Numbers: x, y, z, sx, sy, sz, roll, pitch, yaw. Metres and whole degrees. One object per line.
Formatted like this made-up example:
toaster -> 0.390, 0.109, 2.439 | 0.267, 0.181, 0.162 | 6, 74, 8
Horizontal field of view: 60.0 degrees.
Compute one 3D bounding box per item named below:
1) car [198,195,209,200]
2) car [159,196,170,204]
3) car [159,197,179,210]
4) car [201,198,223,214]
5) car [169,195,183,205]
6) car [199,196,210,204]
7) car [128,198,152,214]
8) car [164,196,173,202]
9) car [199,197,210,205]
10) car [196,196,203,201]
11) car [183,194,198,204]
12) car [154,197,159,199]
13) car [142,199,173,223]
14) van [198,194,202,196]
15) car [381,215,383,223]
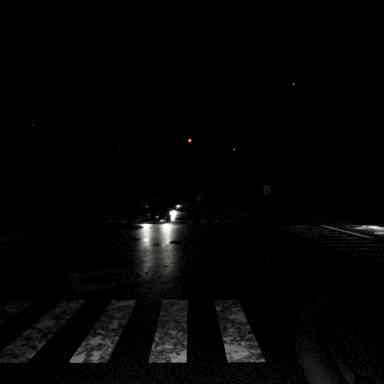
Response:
car -> 2.362, 1.637, 52.728 | 1.947, 1.339, 4.313 | 0, 0, 0
car -> -5.640, 1.552, 69.271 | 1.967, 1.590, 4.097 | 0, 0, 0
car -> -3.139, 1.654, 43.511 | 1.895, 1.301, 4.718 | 0, 0, 0
car -> 2.340, 1.606, 36.194 | 1.947, 1.339, 4.313 | 0, 0, 0
car -> -3.080, 1.652, 60.326 | 1.994, 1.385, 4.181 | 0, 0, 0
car -> 2.355, 1.641, 47.217 | 1.802, 1.307, 4.206 | 0, 0, 0
car -> -5.685, 1.480, 36.206 | 1.967, 1.590, 4.097 | 0, 0, 0
car -> -5.625, 1.694, 80.292 | 2.008, 1.369, 4.403 | 0, 0, 0
car -> 2.377, 1.647, 63.749 | 2.008, 1.369, 4.403 | 0, 0, 0
car -> 2.003, 1.698, 90.163 | 1.812, 1.442, 4.674 | 0, 0, 0
car -> -0.259, 1.661, 63.761 | 1.994, 1.385, 4.181 | 0, 0, 0
car -> -5.677, 1.489, 41.717 | 1.967, 1.590, 4.097 | 0, 0, 0
car -> -2.730, 1.529, 26.046 | 1.837, 1.490, 4.892 | 0, 0, -6
van -> 2.370, 1.424, 58.238 | 1.690, 1.788, 3.998 | 0, 0, 0
car -> 14.185, 1.511, 20.715 | 4.181, 1.385, 1.994 | 0, 0, 0
